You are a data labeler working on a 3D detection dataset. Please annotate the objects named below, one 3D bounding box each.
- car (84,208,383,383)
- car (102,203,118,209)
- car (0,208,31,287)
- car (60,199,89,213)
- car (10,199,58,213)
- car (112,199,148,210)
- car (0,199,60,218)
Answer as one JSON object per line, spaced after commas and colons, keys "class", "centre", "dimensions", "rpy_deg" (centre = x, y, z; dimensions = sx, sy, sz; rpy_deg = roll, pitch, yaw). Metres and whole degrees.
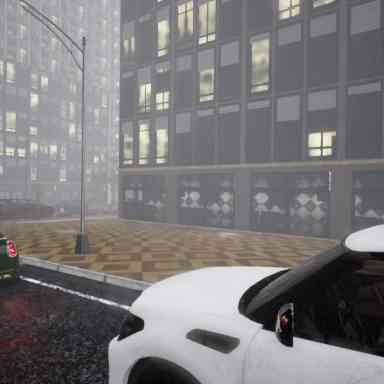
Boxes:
{"class": "car", "centre": [1.864, 1.222, 2.353], "dimensions": [5.566, 2.045, 2.150], "rpy_deg": [0, 0, 36]}
{"class": "car", "centre": [-8.386, 1.830, 39.428], "dimensions": [1.752, 1.417, 4.829], "rpy_deg": [1, 0, 36]}
{"class": "car", "centre": [-6.211, 1.348, 8.089], "dimensions": [4.553, 1.767, 2.097], "rpy_deg": [0, 0, 35]}
{"class": "car", "centre": [-14.900, 1.689, 40.329], "dimensions": [1.837, 1.490, 4.892], "rpy_deg": [1, 0, 37]}
{"class": "car", "centre": [-18.682, 1.642, 39.576], "dimensions": [1.752, 1.417, 4.829], "rpy_deg": [1, 0, 36]}
{"class": "car", "centre": [-8.966, 1.762, 48.382], "dimensions": [2.128, 1.511, 4.902], "rpy_deg": [1, 0, 36]}
{"class": "car", "centre": [-15.170, 1.519, 30.206], "dimensions": [2.192, 1.841, 5.009], "rpy_deg": [1, 0, 36]}
